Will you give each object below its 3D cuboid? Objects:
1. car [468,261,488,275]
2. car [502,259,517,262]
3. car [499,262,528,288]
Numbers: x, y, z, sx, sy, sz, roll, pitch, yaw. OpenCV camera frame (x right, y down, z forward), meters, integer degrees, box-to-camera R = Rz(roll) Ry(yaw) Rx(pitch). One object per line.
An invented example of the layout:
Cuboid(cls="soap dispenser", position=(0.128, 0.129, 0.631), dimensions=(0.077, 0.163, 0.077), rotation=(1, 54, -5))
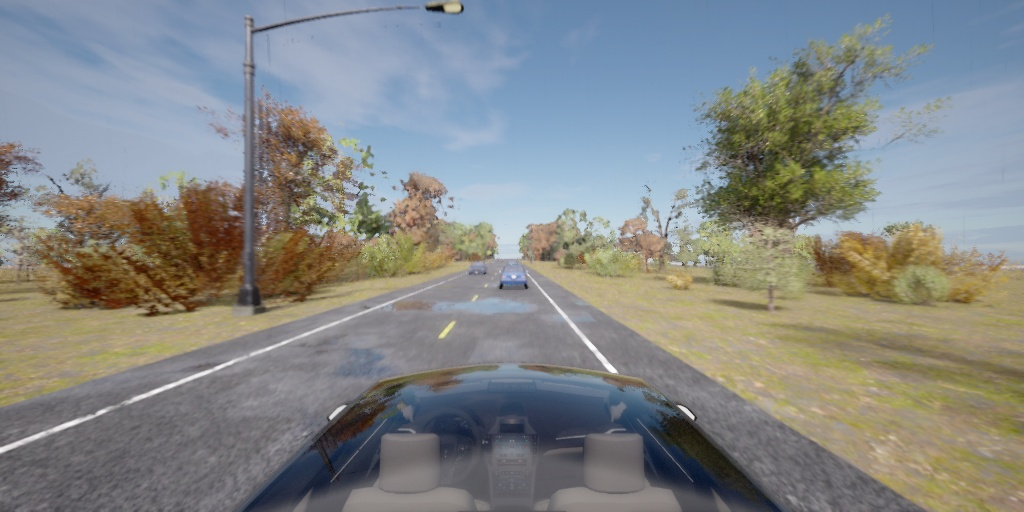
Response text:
Cuboid(cls="car", position=(-3.618, 1.305, 39.170), dimensions=(2.033, 1.411, 5.357), rotation=(0, 0, 0))
Cuboid(cls="car", position=(0.003, 1.308, 50.293), dimensions=(2.033, 1.411, 5.357), rotation=(0, 0, 0))
Cuboid(cls="car", position=(0.100, 1.302, 23.996), dimensions=(2.033, 1.411, 5.357), rotation=(0, 0, 0))
